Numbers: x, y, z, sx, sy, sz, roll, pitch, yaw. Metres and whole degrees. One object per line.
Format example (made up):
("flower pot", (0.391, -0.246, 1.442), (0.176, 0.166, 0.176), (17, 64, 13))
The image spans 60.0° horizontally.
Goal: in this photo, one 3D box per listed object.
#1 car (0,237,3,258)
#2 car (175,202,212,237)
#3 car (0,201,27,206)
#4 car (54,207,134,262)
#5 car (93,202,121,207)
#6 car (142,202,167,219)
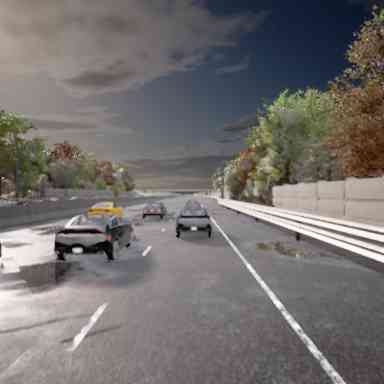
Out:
("car", (-6.902, 1.519, 8.602), (2.128, 1.511, 4.902), (0, 0, 0))
("car", (0.097, 1.556, 18.454), (2.128, 1.511, 4.902), (0, 0, 0))
("car", (-17.506, 1.682, 32.447), (1.837, 1.490, 4.892), (0, 0, 0))
("car", (-3.406, 1.532, 12.324), (2.128, 1.511, 4.902), (0, 0, 0))
("car", (-6.903, 1.577, 27.029), (1.882, 1.535, 5.008), (0, 0, 0))
("car", (-3.402, 1.662, 30.759), (2.033, 1.411, 5.357), (0, 0, 0))
